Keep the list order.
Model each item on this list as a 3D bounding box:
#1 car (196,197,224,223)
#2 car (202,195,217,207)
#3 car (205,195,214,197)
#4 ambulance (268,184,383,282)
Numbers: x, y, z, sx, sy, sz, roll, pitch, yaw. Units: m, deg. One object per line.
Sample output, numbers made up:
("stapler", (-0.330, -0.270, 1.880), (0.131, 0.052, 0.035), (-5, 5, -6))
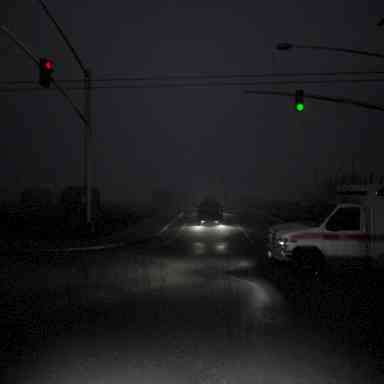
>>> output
("car", (1.384, 1.439, 25.600), (1.882, 1.535, 5.008), (0, 0, 3))
("car", (2.664, 1.308, 50.932), (2.097, 1.767, 4.553), (0, 0, 3))
("car", (1.942, 1.462, 36.857), (1.837, 1.490, 4.892), (0, 1, 3))
("ambulance", (5.339, 1.040, 8.970), (6.366, 2.431, 2.351), (0, 0, 3))
